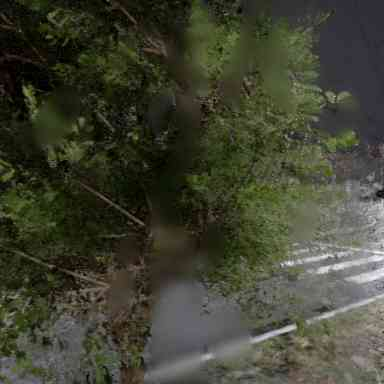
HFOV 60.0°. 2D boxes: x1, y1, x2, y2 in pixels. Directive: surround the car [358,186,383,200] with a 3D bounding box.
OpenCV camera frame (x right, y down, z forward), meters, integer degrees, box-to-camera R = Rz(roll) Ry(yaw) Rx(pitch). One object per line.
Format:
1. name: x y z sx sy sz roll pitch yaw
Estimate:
1. car: 21.257 0.124 39.292 4.902 1.511 2.128 -5 3 -42
